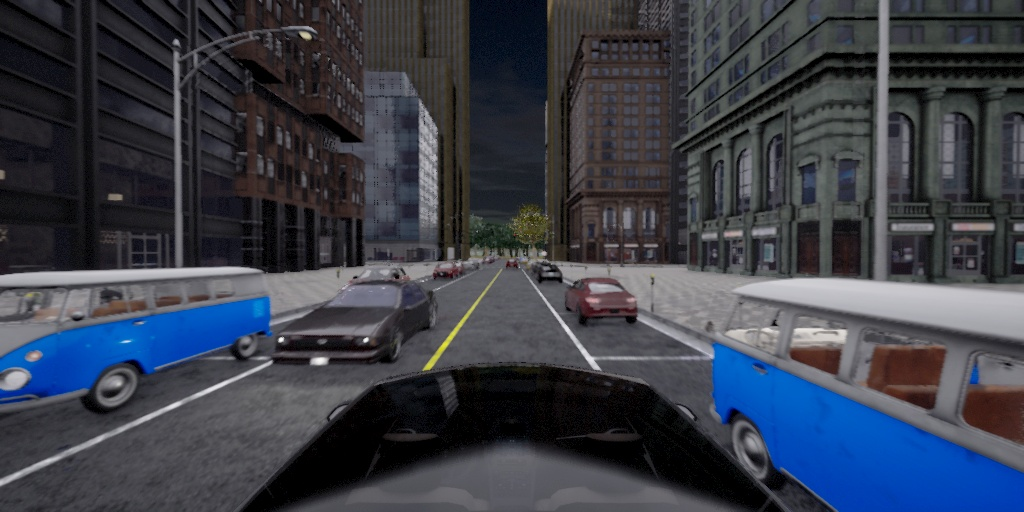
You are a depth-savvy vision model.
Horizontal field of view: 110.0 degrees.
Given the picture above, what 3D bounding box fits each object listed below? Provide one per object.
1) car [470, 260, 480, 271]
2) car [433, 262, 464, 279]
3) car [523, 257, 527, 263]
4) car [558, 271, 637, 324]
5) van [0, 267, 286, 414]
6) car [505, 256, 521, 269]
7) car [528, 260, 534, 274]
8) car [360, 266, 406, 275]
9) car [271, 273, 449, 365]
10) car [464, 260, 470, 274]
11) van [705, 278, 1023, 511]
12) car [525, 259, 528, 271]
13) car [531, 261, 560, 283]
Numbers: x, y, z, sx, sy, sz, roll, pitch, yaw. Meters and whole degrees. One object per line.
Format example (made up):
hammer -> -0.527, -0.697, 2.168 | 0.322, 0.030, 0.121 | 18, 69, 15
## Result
car -> -5.775, 1.259, 47.933 | 2.007, 1.370, 4.403 | 0, 0, 0
car -> -5.771, 1.278, 31.799 | 1.888, 1.381, 4.507 | 0, 0, 0
car -> 2.750, 1.233, 48.280 | 1.751, 1.417, 4.829 | 0, 0, 0
car -> 2.759, 1.328, 11.690 | 1.802, 1.307, 4.207 | 0, 0, 0
van -> -5.765, 1.090, 5.713 | 1.690, 1.789, 3.998 | 0, 0, 0
car -> -0.001, 1.171, 55.001 | 1.882, 1.535, 5.008 | 0, 0, 1
car -> 2.754, 1.297, 32.501 | 1.948, 1.339, 4.313 | 0, 0, 0
car -> -5.767, 1.185, 15.664 | 1.967, 1.591, 4.097 | 0, 0, 0
car -> -3.056, 1.295, 8.385 | 2.033, 1.411, 5.357 | 0, 0, 0
car -> -5.773, 1.308, 37.177 | 1.802, 1.307, 4.207 | 0, 0, 0
van -> 2.799, 1.091, 2.026 | 1.690, 1.789, 3.998 | 0, 0, 0
car -> 2.753, 1.276, 37.704 | 2.007, 1.370, 4.403 | 0, 0, 0
car -> 2.755, 1.303, 27.298 | 1.948, 1.339, 4.313 | 0, 0, 0
